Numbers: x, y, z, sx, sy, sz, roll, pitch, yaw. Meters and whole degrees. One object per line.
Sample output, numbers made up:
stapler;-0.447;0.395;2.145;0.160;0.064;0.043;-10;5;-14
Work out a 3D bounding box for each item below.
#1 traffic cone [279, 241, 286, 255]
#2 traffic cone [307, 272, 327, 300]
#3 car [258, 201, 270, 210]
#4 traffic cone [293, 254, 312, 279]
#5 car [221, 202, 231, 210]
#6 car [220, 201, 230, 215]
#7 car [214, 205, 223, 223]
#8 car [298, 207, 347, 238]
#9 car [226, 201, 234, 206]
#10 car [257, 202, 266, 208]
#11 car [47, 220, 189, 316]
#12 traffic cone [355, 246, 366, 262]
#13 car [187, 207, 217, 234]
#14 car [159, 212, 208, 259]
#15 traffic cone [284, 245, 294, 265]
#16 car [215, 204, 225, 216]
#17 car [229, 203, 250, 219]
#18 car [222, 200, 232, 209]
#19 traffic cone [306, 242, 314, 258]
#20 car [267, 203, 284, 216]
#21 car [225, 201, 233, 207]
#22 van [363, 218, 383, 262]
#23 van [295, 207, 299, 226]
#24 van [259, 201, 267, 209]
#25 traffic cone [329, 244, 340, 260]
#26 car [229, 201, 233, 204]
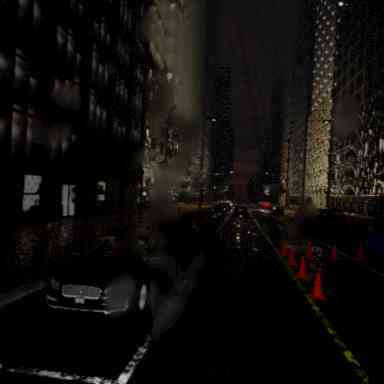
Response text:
traffic cone;3.851;2.323;13.859;0.340;0.580;0.340;3;-1;8
traffic cone;3.001;2.210;7.921;0.340;0.580;0.340;3;-1;8
car;16.465;3.046;73.848;2.192;1.841;5.009;2;-1;8
traffic cone;3.284;2.248;9.900;0.340;0.580;0.340;3;-1;8
car;6.558;2.662;63.788;1.802;1.307;4.206;2;-1;8
car;3.338;2.201;41.288;2.008;1.369;4.403;2;-1;8
car;0.921;1.878;24.412;2.008;1.369;4.403;2;-1;8
car;9.216;2.080;23.220;2.192;1.841;5.009;2;-1;8
car;10.586;3.180;91.915;1.947;1.339;4.313;2;-1;8
car;18.876;3.492;90.722;1.967;1.590;4.097;2;-1;8
car;-1.495;1.556;7.536;2.008;1.369;4.403;2;-1;8
traffic cone;6.816;2.480;13.431;0.340;0.580;0.340;3;-1;8
car;0.117;1.765;18.786;1.887;1.381;4.507;2;-1;8
car;-0.690;1.678;13.161;1.947;1.339;4.313;2;-1;8
traffic cone;3.568;2.285;11.880;0.340;0.580;0.340;3;-1;8
car;1.726;2.017;30.037;1.802;1.307;4.206;2;-1;8
car;5.688;2.296;38.699;2.033;1.411;5.357;3;-1;8
car;7.370;2.627;69.415;1.967;1.590;4.097;2;-1;8
traffic cone;4.840;2.375;13.716;0.340;0.580;0.340;3;-1;8
car;13.232;2.853;51.343;2.008;1.369;4.403;2;-1;8
car;8.954;2.923;80.496;1.752;1.417;4.829;2;-1;8
van;7.604;1.891;11.969;1.690;1.788;3.998;2;-1;8
van;10.020;2.214;28.845;1.690;1.788;3.998;2;-1;8
van;18.075;3.286;85.098;1.690;1.788;3.998;2;-1;8
traffic cone;5.828;2.428;13.574;0.340;0.580;0.340;3;-1;8
car;4.949;2.416;52.538;2.008;1.369;4.403;2;-1;8
